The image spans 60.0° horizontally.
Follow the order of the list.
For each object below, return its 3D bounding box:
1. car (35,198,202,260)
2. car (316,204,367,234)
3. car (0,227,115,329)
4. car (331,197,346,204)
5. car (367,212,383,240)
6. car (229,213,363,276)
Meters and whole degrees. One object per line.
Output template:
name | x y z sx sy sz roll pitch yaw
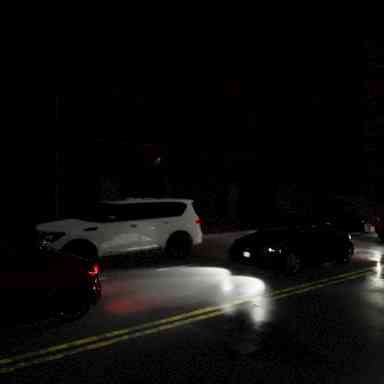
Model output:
car | -2.261 1.221 10.929 5.566 2.045 2.150 0 0 -35
car | 7.669 1.564 17.775 4.181 1.385 1.994 0 0 -35
car | -3.729 1.564 5.641 4.181 1.385 1.994 0 0 -37
car | 21.748 1.525 51.544 1.812 1.442 4.674 0 0 -34
car | 11.006 1.221 15.823 5.566 2.045 2.150 0 0 -34
car | 3.171 1.564 10.419 4.181 1.385 1.994 0 0 -34
